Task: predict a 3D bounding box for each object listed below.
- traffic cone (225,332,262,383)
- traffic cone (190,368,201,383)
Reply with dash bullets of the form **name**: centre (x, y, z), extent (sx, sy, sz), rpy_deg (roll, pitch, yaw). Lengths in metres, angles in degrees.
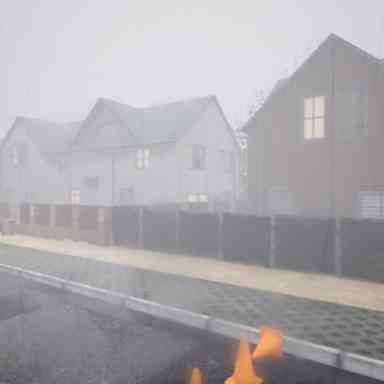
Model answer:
- **traffic cone**: centre (0.615, 1.969, 3.959), extent (0.340, 0.580, 0.340), rpy_deg (0, 0, 35)
- **traffic cone**: centre (0.034, 1.966, 3.144), extent (0.340, 0.580, 0.340), rpy_deg (0, 0, 35)
